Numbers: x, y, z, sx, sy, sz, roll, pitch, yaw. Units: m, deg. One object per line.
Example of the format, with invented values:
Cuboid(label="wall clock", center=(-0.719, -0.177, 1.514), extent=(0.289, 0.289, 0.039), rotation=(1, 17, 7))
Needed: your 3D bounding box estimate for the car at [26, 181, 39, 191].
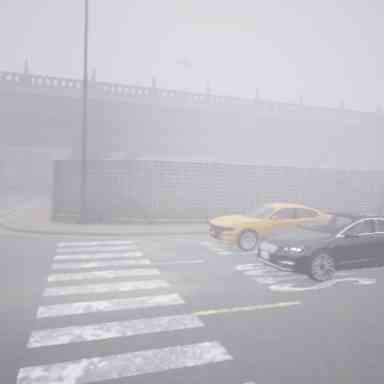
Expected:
Cuboid(label="car", center=(-28.897, -1.161, 59.099), extent=(2.097, 1.767, 4.553), rotation=(1, 2, -5))

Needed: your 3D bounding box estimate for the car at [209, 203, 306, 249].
Cuboid(label="car", center=(3.098, 1.169, 12.253), extent=(5.008, 1.535, 1.882), rotation=(1, 2, -18))

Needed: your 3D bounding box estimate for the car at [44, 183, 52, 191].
Cuboid(label="car", center=(-25.261, -0.898, 60.532), extent=(1.994, 1.385, 4.181), rotation=(1, 2, -6))

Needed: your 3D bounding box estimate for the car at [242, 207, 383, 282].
Cuboid(label="car", center=(4.111, 1.310, 8.909), extent=(4.902, 1.511, 2.128), rotation=(1, 2, -19))

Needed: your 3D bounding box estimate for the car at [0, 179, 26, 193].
Cuboid(label="car", center=(-26.404, -0.912, 48.767), extent=(2.150, 2.045, 5.566), rotation=(1, 2, -17))
